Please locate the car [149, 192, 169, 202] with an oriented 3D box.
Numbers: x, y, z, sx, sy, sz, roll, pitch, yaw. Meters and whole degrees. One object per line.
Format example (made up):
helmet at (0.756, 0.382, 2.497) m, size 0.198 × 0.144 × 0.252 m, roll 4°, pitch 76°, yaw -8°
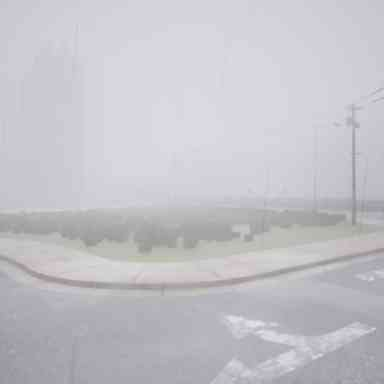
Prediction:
car at (-6.654, 1.037, 66.866) m, size 2.150 × 2.045 × 5.566 m, roll 0°, pitch 0°, yaw -35°
